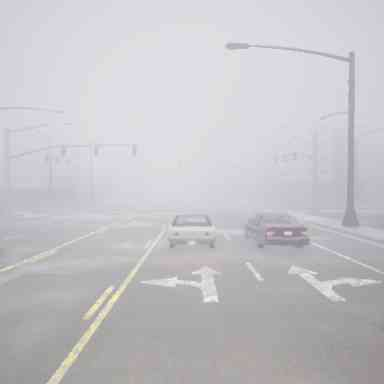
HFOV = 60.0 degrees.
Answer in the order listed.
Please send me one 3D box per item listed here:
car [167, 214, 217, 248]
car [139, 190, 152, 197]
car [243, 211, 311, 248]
[{"bbox_3d":[0.000,1.608,14.682,1.895,1.301,4.718,0,0,0],"label":"car"},{"bbox_3d":[-12.270,0.268,88.164,2.097,1.767,4.553,-1,1,-29],"label":"car"},{"bbox_3d":[3.500,1.555,14.652,2.033,1.411,5.357,0,0,0],"label":"car"}]
